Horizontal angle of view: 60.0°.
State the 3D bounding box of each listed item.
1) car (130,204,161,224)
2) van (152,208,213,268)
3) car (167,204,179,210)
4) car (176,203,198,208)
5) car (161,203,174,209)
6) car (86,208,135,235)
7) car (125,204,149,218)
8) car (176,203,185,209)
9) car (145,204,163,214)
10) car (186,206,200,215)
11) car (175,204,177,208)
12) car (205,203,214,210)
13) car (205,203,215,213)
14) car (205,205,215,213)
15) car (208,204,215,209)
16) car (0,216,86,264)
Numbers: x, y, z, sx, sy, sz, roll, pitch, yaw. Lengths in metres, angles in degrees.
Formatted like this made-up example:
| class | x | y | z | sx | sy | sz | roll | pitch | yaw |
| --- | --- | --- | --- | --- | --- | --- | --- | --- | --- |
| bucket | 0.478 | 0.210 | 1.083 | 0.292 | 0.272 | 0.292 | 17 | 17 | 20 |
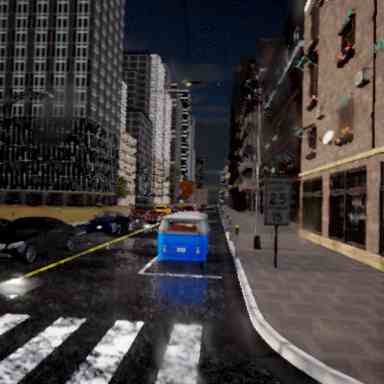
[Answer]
| class | x | y | z | sx | sy | sz | roll | pitch | yaw |
| --- | --- | --- | --- | --- | --- | --- | --- | --- | --- |
| car | -4.639 | 2.008 | 31.611 | 2.097 | 1.767 | 4.553 | 2 | -1 | 4 |
| van | -0.207 | 1.664 | 12.454 | 1.690 | 1.788 | 3.998 | 2 | -1 | 4 |
| car | -4.255 | 3.290 | 73.732 | 2.008 | 1.369 | 4.403 | 2 | -1 | 4 |
| car | -0.522 | 2.595 | 44.613 | 1.882 | 1.535 | 5.008 | 2 | -2 | 4 |
| car | -3.892 | 2.409 | 41.613 | 1.882 | 1.535 | 5.008 | 2 | -1 | 5 |
| car | -5.370 | 1.947 | 21.628 | 1.994 | 1.385 | 4.181 | 2 | -1 | 3 |
| car | -6.605 | 2.259 | 40.635 | 1.967 | 1.590 | 4.097 | 2 | -1 | 4 |
| car | -3.089 | 3.727 | 90.113 | 1.752 | 1.417 | 4.829 | 2 | -1 | 4 |
| car | -5.834 | 2.644 | 51.498 | 1.752 | 1.417 | 4.829 | 2 | -1 | 4 |
| car | 0.199 | 2.999 | 54.771 | 1.895 | 1.301 | 4.718 | 2 | -1 | 4 |
| car | -4.643 | 3.025 | 68.219 | 1.967 | 1.590 | 4.097 | 2 | -1 | 4 |
| car | 4.493 | 3.611 | 82.834 | 2.097 | 1.767 | 4.553 | 2 | -1 | 4 |
| car | 3.316 | 3.238 | 62.098 | 2.008 | 1.369 | 4.403 | 2 | -1 | 4 |
| car | 3.708 | 3.391 | 67.615 | 2.008 | 1.369 | 4.403 | 2 | -1 | 4 |
| car | 5.667 | 4.203 | 95.197 | 1.802 | 1.307 | 4.206 | 2 | -2 | 4 |
| car | -6.005 | 1.664 | 12.568 | 1.812 | 1.442 | 4.674 | 2 | -1 | 6 |
